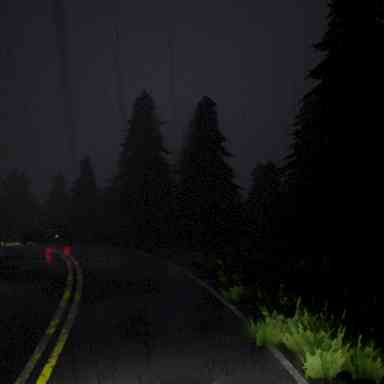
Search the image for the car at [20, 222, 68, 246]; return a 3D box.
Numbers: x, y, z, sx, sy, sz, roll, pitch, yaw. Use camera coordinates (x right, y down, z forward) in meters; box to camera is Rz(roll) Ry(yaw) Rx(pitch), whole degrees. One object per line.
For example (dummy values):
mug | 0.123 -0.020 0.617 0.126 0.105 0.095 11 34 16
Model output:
car | -10.201 2.847 22.771 2.128 1.511 4.902 4 -9 -43
